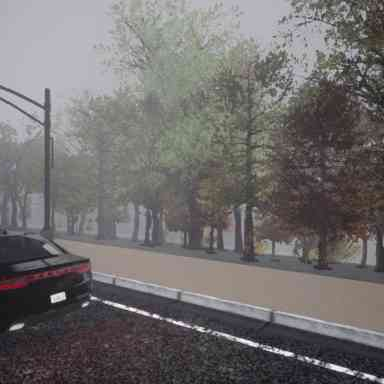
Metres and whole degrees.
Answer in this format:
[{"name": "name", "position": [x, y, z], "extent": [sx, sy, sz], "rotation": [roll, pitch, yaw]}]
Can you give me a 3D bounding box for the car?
[{"name": "car", "position": [-4.086, 1.477, 6.570], "extent": [5.008, 1.535, 1.882], "rotation": [0, 0, 35]}]
